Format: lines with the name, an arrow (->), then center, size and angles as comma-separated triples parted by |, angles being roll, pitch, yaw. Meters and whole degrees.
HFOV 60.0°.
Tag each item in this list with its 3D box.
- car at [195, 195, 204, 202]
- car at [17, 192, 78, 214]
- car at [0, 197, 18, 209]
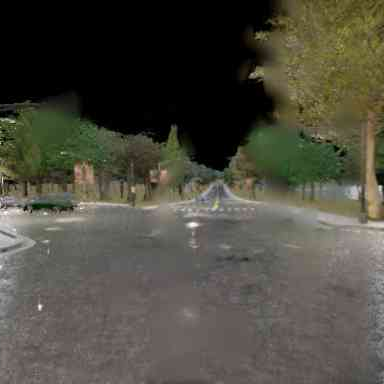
car -> 2.185, 1.914, 95.235 | 2.150, 2.045, 5.566 | -1, -1, 4
car -> -14.230, 1.140, 33.542 | 5.566, 2.045, 2.150 | -2, 5, 18
car -> -23.110, 1.369, 42.618 | 1.837, 1.490, 4.892 | -2, 2, -40
